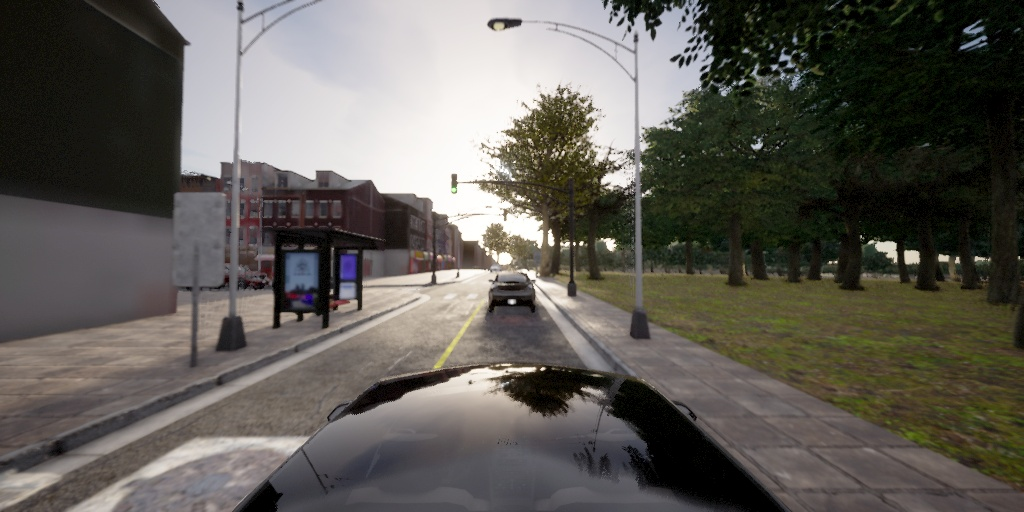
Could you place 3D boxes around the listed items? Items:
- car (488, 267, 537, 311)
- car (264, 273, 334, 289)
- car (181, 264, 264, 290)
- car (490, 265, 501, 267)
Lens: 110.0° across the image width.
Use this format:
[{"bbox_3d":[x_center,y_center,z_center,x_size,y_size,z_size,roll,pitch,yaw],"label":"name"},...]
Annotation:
[{"bbox_3d":[0.015,1.406,15.369,1.837,1.490,4.892,0,0,0],"label":"car"},{"bbox_3d":[-13.495,1.622,23.855,4.313,1.339,1.948,0,0,0],"label":"car"},{"bbox_3d":[-19.024,1.403,23.823,5.009,1.841,2.192,0,0,0],"label":"car"},{"bbox_3d":[-2.805,2.209,62.574,1.812,1.442,4.674,0,-1,1],"label":"car"}]
